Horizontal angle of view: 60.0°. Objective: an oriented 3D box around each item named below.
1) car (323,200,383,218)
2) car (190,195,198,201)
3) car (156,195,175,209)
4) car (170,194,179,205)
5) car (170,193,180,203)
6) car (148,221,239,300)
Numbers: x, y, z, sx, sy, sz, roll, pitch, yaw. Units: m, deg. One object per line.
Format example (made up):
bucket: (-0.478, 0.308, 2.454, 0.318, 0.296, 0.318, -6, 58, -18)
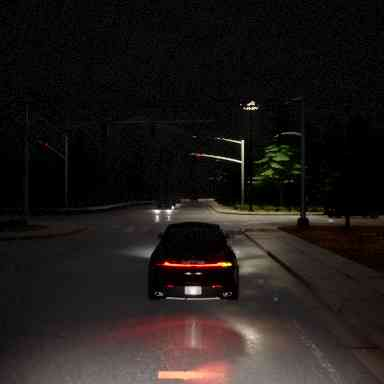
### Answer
car: (14.265, 1.504, 29.508, 5.008, 1.535, 1.882, 0, 0, 1)
car: (0.485, 1.540, 80.393, 2.033, 1.411, 5.357, 0, 0, 2)
car: (-3.634, 1.505, 44.297, 1.837, 1.490, 4.892, 0, 0, 0)
car: (-3.626, 1.547, 54.744, 2.033, 1.411, 5.357, 0, 0, 0)
car: (-3.488, 1.221, 65.375, 2.150, 2.045, 5.566, 0, 0, 1)
car: (0.041, 1.501, 8.354, 1.837, 1.490, 4.892, 0, 0, 0)
